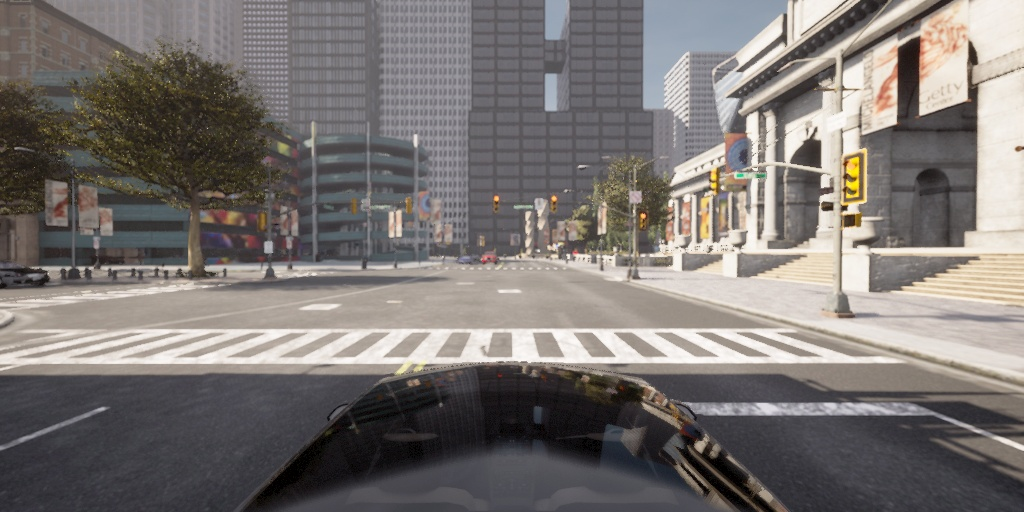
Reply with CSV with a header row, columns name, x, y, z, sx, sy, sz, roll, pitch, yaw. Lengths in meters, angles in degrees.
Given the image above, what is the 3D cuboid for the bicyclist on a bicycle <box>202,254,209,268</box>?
name,x,y,z,sx,sy,sz,roll,pitch,yaw
bicyclist on a bicycle,-34.163,0.589,39.619,0.582,1.620,1.656,0,1,0

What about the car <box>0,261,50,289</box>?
name,x,y,z,sx,sy,sz,roll,pitch,yaw
car,-29.163,1.014,20.155,4.902,1.511,2.128,0,1,0

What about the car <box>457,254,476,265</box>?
name,x,y,z,sx,sy,sz,roll,pitch,yaw
car,-6.980,0.635,54.782,1.812,1.442,4.674,0,1,0

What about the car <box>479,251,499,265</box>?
name,x,y,z,sx,sy,sz,roll,pitch,yaw
car,-3.471,0.310,56.327,2.150,2.045,5.566,0,1,1
